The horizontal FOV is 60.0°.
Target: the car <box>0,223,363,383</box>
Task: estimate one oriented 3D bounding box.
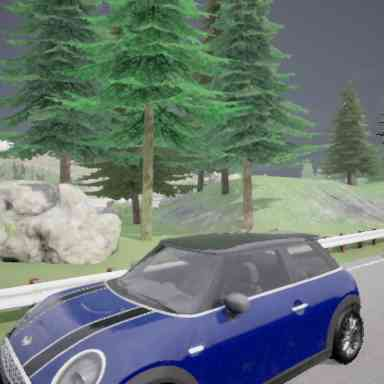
[{"bbox_3d":[0.170,1.351,4.173,4.553,1.767,2.097,0,0,-38],"label":"car"}]
